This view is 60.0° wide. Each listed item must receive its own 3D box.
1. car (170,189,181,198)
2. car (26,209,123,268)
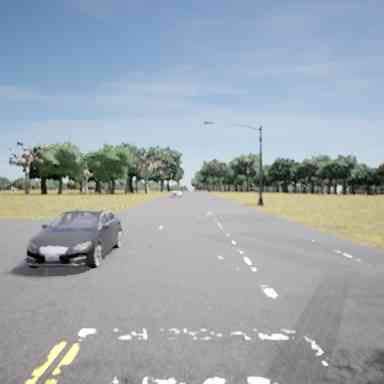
[{"bbox_3d":[-3.709,0.231,76.270,2.150,2.045,5.566,0,1,1],"label":"car"},{"bbox_3d":[-3.518,1.335,10.800,2.128,1.511,4.902,0,1,0],"label":"car"}]
